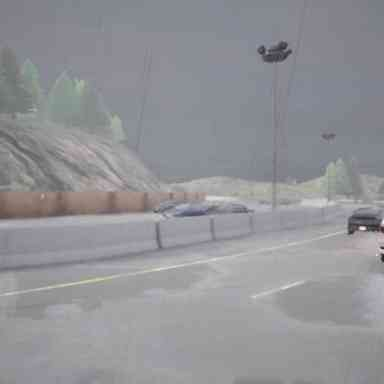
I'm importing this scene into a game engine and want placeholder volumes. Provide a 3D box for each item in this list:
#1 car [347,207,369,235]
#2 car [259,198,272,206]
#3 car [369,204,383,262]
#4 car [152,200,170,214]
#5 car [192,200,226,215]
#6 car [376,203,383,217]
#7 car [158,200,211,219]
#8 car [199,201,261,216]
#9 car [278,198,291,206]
[{"bbox_3d":[10.344,1.643,19.009,1.837,1.490,4.892,0,0,40],"label":"car"},{"bbox_3d":[14.440,1.896,65.827,1.812,1.442,4.674,0,0,5],"label":"car"},{"bbox_3d":[8.153,1.311,11.299,2.150,2.045,5.566,0,0,45],"label":"car"},{"bbox_3d":[-2.418,1.690,37.158,1.837,1.490,4.892,1,0,33],"label":"car"},{"bbox_3d":[2.016,1.730,37.637,1.812,1.442,4.674,0,0,30],"label":"car"},{"bbox_3d":[20.512,1.859,34.828,1.895,1.301,4.718,0,0,26],"label":"car"},{"bbox_3d":[-0.411,1.671,28.133,1.812,1.442,4.674,0,0,38],"label":"car"},{"bbox_3d":[3.186,1.700,26.965,2.033,1.411,5.357,0,0,38],"label":"car"},{"bbox_3d":[17.870,1.892,64.607,1.837,1.490,4.892,1,0,5],"label":"car"}]
